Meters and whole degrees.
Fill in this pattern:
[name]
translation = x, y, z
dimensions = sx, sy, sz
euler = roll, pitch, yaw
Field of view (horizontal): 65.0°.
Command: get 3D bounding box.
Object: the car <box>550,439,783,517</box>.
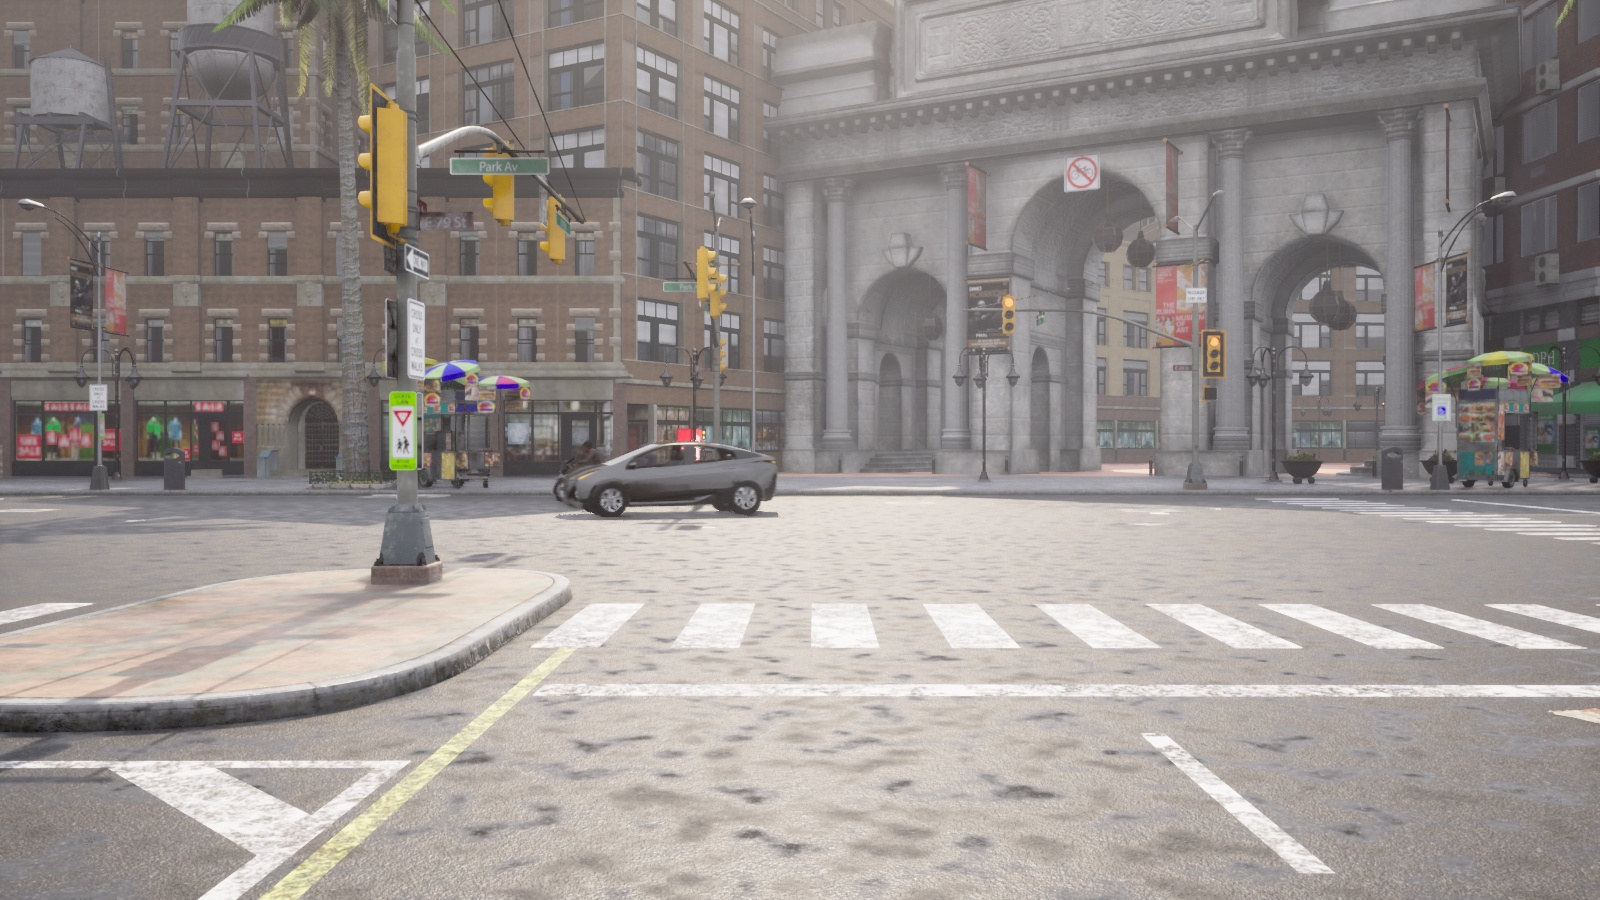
[car]
translation = -2.805, 0.543, 26.292
dimensions = 4.514, 1.525, 2.007
euler = 0, 0, -19

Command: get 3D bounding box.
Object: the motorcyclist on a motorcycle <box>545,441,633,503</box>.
[motorcyclist on a motorcycle]
translation = -5.247, 0.548, 31.302
dimensions = 2.044, 1.523, 0.797
euler = 0, 0, 1
